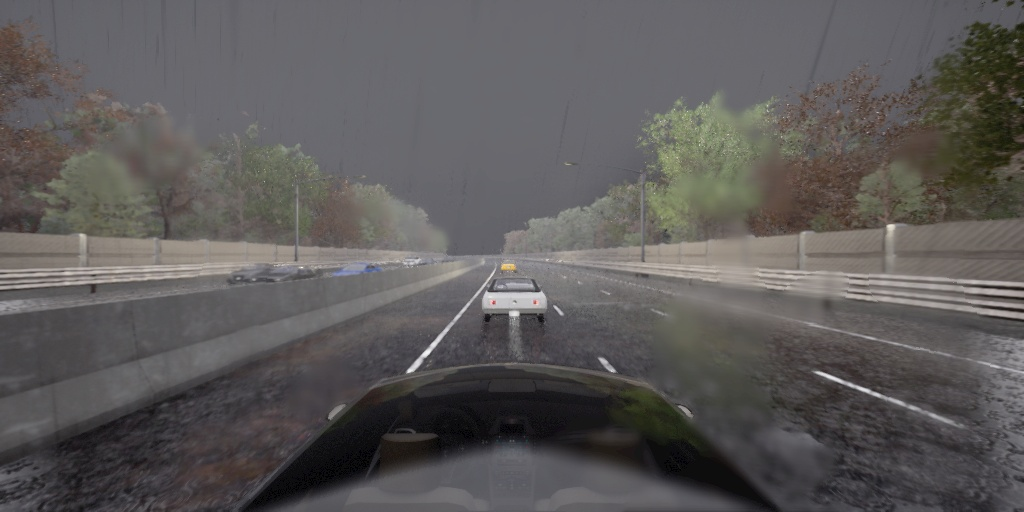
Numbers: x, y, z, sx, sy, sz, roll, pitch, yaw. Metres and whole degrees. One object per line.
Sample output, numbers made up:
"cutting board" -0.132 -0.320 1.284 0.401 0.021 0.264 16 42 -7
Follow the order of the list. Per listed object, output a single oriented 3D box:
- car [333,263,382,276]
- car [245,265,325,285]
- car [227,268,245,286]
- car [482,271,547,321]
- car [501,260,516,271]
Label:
"car" -10.771 1.238 25.230 1.882 1.535 5.008 0 0 -1
"car" -14.244 1.307 23.303 2.033 1.411 5.357 0 0 -1
"car" -17.773 1.324 25.332 1.994 1.385 4.181 0 0 -1
"car" 0.058 1.355 12.425 1.895 1.301 4.718 0 0 0
"car" -0.444 1.225 44.765 1.801 1.575 5.366 0 0 -1
